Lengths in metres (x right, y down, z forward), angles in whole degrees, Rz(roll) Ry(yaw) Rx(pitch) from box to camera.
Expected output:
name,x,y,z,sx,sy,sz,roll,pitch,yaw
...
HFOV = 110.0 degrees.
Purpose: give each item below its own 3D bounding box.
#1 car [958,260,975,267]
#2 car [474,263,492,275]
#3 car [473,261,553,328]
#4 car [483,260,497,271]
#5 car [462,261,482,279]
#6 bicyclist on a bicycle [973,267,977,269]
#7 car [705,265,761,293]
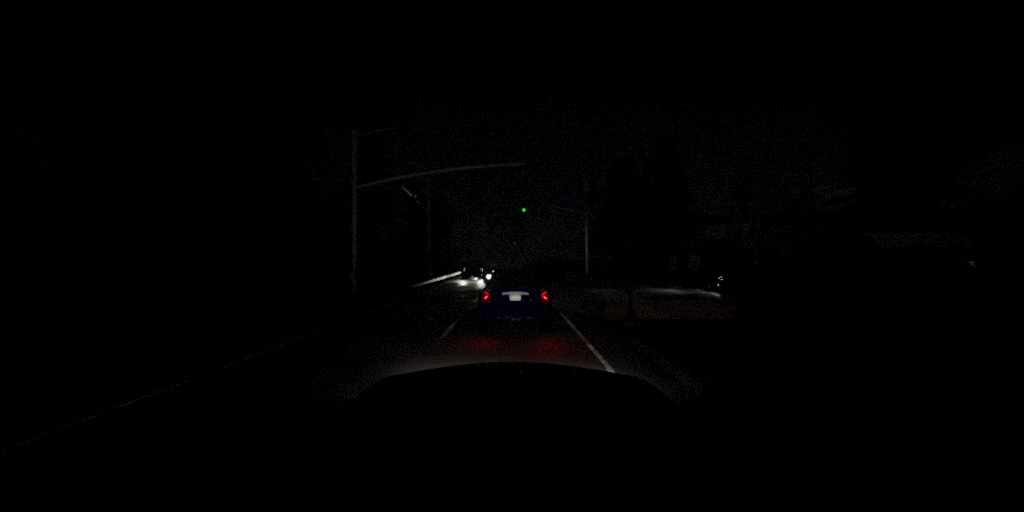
name,x,y,z,sx,sy,sz,roll,pitch,yaw
car,24.416,1.225,21.723,5.566,2.045,2.150,0,0,11
car,-3.564,1.558,44.762,1.895,1.301,4.718,0,0,0
car,0.098,1.149,11.692,2.097,1.767,4.553,0,0,0
car,-3.519,1.499,58.182,1.882,1.535,5.008,0,0,0
car,-3.574,1.260,34.578,2.097,1.767,4.553,0,0,0
bicyclist on a bicycle,19.646,1.273,15.160,0.582,1.620,1.656,0,-1,7
car,14.882,1.361,22.797,4.553,1.767,2.097,0,0,5
